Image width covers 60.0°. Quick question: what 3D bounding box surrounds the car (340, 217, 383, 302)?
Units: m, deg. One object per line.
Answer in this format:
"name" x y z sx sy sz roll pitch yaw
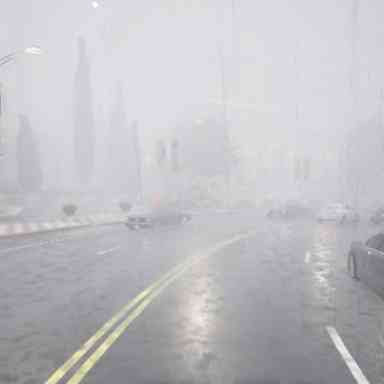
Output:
"car" 4.693 1.533 6.970 1.837 1.490 4.892 0 0 13

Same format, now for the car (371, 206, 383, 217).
"car" 14.624 1.632 23.923 5.357 1.411 2.033 0 0 -43

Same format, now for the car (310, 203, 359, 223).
"car" 10.894 1.571 24.814 1.812 1.442 4.674 1 0 43

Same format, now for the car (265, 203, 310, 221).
"car" 7.949 1.611 27.255 1.895 1.301 4.718 1 0 44

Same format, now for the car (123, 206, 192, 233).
"car" -1.883 1.533 19.476 1.895 1.301 4.718 1 0 28
